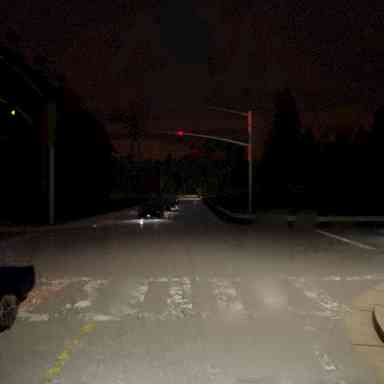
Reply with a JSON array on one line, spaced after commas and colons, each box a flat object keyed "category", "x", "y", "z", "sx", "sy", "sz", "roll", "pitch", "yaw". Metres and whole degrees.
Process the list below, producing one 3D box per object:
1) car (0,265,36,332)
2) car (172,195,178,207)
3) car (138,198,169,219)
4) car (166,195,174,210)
[{"category": "car", "x": -3.872, "y": 1.600, "z": 4.049, "sx": 1.895, "sy": 1.301, "sz": 4.718, "roll": 0, "pitch": 0, "yaw": 0}, {"category": "car", "x": -3.508, "y": 1.521, "z": 48.863, "sx": 1.812, "sy": 1.442, "sz": 4.674, "roll": 0, "pitch": 0, "yaw": 0}, {"category": "car", "x": -3.548, "y": 1.545, "z": 29.821, "sx": 2.033, "sy": 1.411, "sz": 5.357, "roll": 0, "pitch": 0, "yaw": 0}, {"category": "car", "x": -3.531, "y": 1.501, "z": 39.566, "sx": 1.837, "sy": 1.490, "sz": 4.892, "roll": 0, "pitch": 0, "yaw": 0}]
